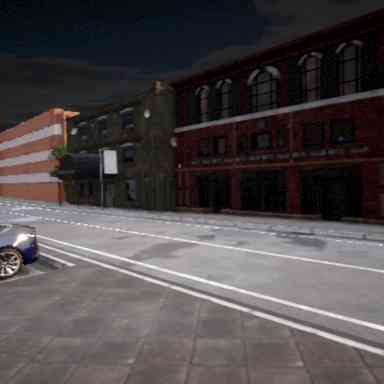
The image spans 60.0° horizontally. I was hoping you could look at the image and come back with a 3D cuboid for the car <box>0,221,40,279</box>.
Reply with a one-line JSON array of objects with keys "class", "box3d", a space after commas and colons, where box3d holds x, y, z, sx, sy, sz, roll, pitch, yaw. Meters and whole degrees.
[{"class": "car", "box3d": [-6.122, 1.421, 7.651, 4.792, 1.488, 2.163, -4, 2, -43]}]
